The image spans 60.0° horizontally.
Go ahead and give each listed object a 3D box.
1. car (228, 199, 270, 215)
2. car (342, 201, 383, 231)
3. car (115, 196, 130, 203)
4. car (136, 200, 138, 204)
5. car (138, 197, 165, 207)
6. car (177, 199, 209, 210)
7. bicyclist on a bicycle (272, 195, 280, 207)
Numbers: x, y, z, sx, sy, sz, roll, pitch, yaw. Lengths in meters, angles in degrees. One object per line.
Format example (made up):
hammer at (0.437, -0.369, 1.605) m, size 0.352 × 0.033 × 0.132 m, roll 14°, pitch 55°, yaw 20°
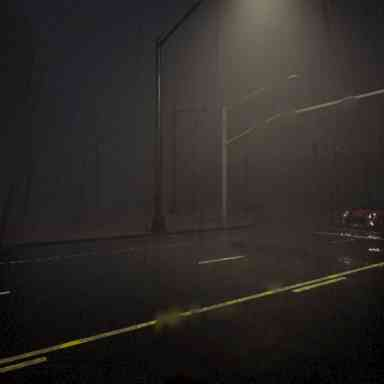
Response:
car at (5.856, 1.491, 34.519) m, size 2.128 × 1.511 × 4.902 m, roll 0°, pitch 0°, yaw -36°
car at (11.304, 1.352, 20.589) m, size 4.553 × 1.767 × 2.097 m, roll 0°, pitch 0°, yaw -35°
car at (-14.417, 1.468, 69.097) m, size 1.812 × 1.442 × 4.674 m, roll 0°, pitch 0°, yaw -36°
car at (-8.606, 1.564, 61.046) m, size 1.994 × 1.385 × 4.181 m, roll 0°, pitch 0°, yaw -35°
car at (-5.995, 1.478, 51.132) m, size 1.882 × 1.535 × 5.008 m, roll 0°, pitch 0°, yaw -35°
car at (0.073, 1.601, 42.620) m, size 1.895 × 1.301 × 4.718 m, roll 0°, pitch 0°, yaw -36°
bicyclist on a bicycle at (11.500, 1.303, 45.517) m, size 1.656 × 1.620 × 0.582 m, roll 0°, pitch 0°, yaw -36°
